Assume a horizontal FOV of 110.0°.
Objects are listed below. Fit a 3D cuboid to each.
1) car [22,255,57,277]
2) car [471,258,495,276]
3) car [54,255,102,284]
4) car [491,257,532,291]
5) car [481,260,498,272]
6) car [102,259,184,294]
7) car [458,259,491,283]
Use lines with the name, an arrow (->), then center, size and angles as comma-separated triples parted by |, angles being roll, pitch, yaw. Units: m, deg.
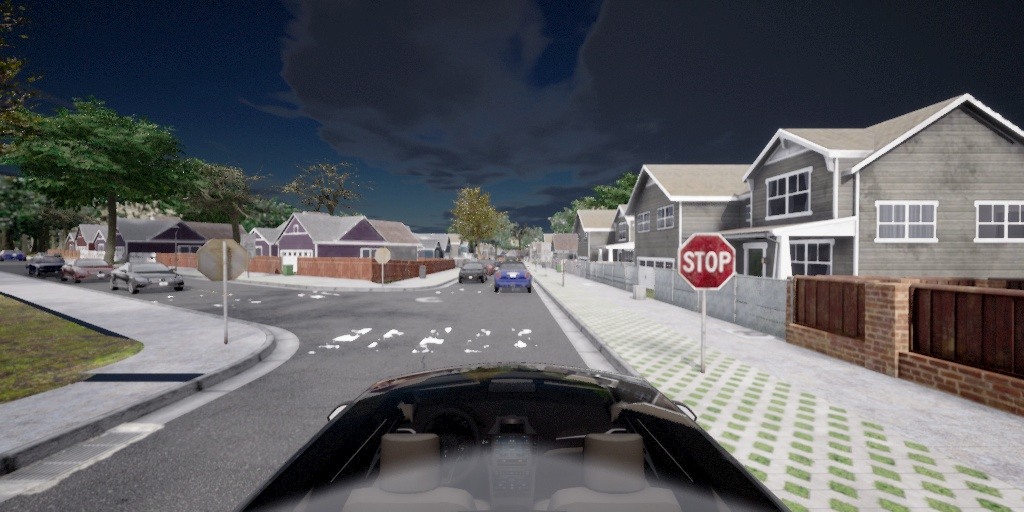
car -> -35.740, 0.832, 27.824 | 4.718, 1.301, 1.895 | 1, 1, 30
car -> -2.941, 1.112, 37.421 | 2.097, 1.767, 4.553 | 0, 0, 0
car -> -27.014, 0.894, 22.907 | 4.674, 1.442, 1.812 | 1, 1, 29
car -> 0.047, 1.096, 21.649 | 2.097, 1.767, 4.553 | 0, 0, 0
car -> -2.964, 1.326, 48.023 | 2.033, 1.411, 5.357 | 0, 0, 0
car -> -18.490, 1.026, 18.082 | 4.674, 1.442, 1.812 | 1, 1, 29
car -> -2.915, 1.226, 27.625 | 1.882, 1.535, 5.008 | 0, 0, 0
